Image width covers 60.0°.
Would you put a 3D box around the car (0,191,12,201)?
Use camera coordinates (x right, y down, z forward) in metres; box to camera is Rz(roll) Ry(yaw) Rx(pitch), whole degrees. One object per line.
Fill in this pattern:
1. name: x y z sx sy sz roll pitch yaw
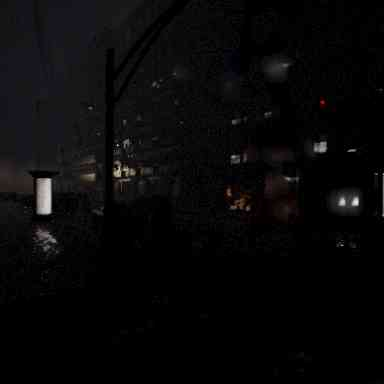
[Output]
1. car: -27.189 0.529 50.006 1.967 1.590 4.097 2 0 -36

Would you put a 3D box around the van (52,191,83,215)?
1. van: -10.570 0.872 27.119 1.690 1.788 3.998 2 0 -36

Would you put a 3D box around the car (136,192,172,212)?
1. car: -3.793 0.919 32.048 2.192 1.841 5.009 2 0 -36

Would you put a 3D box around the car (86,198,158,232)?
1. car: -3.929 1.252 17.964 1.887 1.381 4.507 2 0 -36

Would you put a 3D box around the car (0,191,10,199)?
1. car: -33.840 0.457 59.161 1.887 1.381 4.507 2 0 -36

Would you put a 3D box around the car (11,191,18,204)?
1. car: -20.446 0.794 40.714 1.752 1.417 4.829 2 0 -36

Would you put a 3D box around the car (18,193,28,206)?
1. car: -17.222 0.899 36.274 1.887 1.381 4.507 2 0 -36

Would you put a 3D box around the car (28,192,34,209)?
1. car: -13.899 0.987 31.697 1.887 1.381 4.507 2 0 -36

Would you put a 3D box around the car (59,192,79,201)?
1. car: -20.416 0.729 54.935 1.947 1.339 4.313 2 0 -36

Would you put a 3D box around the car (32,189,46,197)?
1. car: -33.707 0.250 73.245 1.967 1.590 4.097 2 0 -36

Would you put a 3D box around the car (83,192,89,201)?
1. car: -17.090 0.691 50.358 1.967 1.590 4.097 2 0 -36

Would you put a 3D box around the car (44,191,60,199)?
1. car: -27.162 0.509 64.228 1.752 1.417 4.829 2 0 -36
